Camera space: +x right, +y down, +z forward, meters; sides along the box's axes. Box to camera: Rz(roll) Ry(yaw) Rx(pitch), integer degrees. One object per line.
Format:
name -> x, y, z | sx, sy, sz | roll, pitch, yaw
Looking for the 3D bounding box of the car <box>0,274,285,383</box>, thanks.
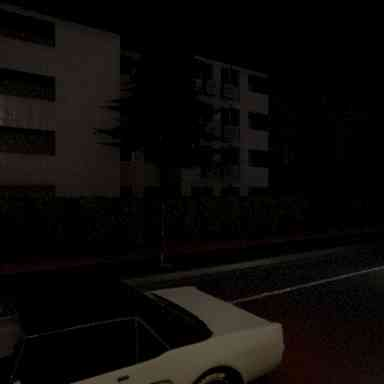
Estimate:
car -> -1.447, 1.601, 3.026 | 4.718, 1.301, 1.895 | 0, 0, -33
